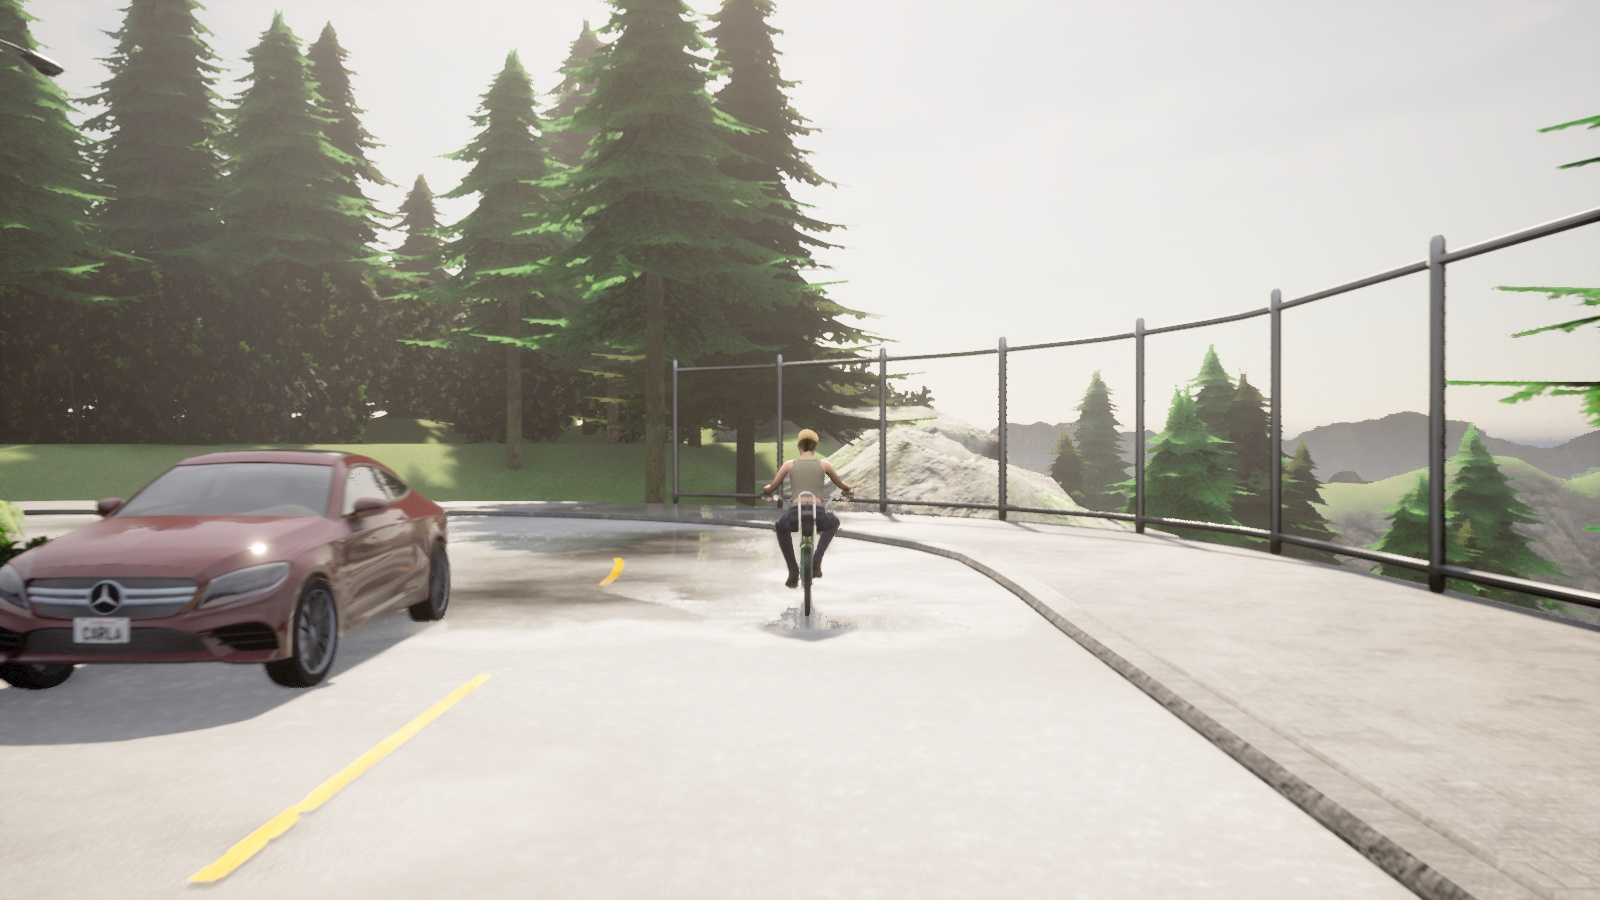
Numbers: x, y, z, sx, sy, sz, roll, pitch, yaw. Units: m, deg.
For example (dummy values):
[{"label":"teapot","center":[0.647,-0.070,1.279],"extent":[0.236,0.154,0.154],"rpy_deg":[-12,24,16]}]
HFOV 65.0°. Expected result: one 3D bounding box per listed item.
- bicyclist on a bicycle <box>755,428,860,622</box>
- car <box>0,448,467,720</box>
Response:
[{"label":"bicyclist on a bicycle","center":[0.063,0.620,11.206],"extent":[0.866,1.612,1.509],"rpy_deg":[0,0,0]},{"label":"car","center":[-3.896,0.718,9.082],"extent":[1.812,1.442,4.674],"rpy_deg":[0,0,-1]}]
